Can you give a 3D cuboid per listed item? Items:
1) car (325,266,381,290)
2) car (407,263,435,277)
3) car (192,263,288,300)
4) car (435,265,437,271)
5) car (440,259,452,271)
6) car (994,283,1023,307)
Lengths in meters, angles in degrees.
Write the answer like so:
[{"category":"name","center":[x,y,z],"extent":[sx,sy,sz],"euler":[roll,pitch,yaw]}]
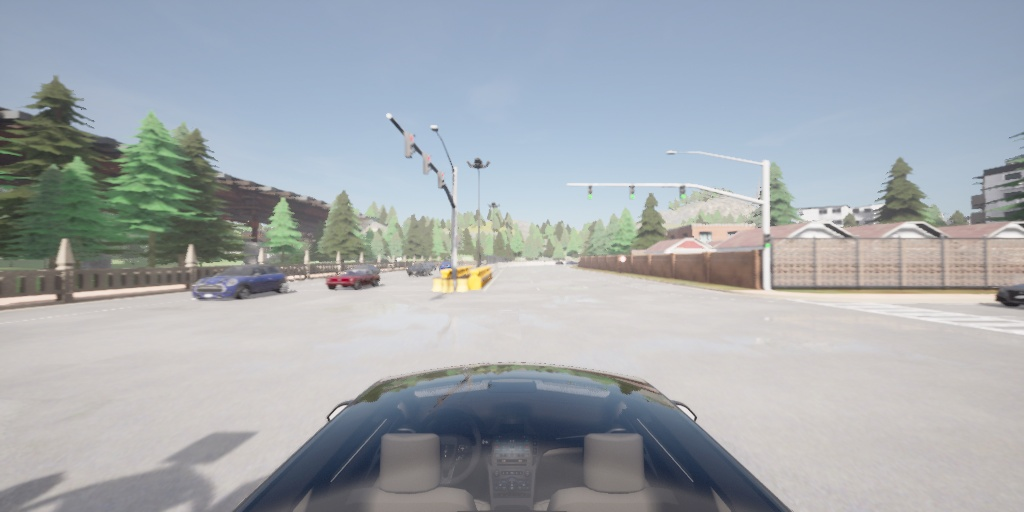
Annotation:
[{"category":"car","center":[-10.608,1.564,24.235],"extent":[1.895,1.301,4.718],"euler":[0,-1,0]},{"category":"car","center":[-10.581,1.632,41.322],"extent":[1.837,1.490,4.892],"euler":[0,-1,0]},{"category":"car","center":[-14.007,1.262,18.785],"extent":[2.097,1.767,4.553],"euler":[0,0,0]},{"category":"car","center":[-14.022,1.839,61.139],"extent":[1.812,1.442,4.674],"euler":[0,-1,0]},{"category":"car","center":[-10.522,1.523,59.868],"extent":[2.150,2.045,5.566],"euler":[0,-1,0]},{"category":"car","center":[22.083,1.433,14.105],"extent":[4.181,1.385,1.994],"euler":[0,-1,2]}]
